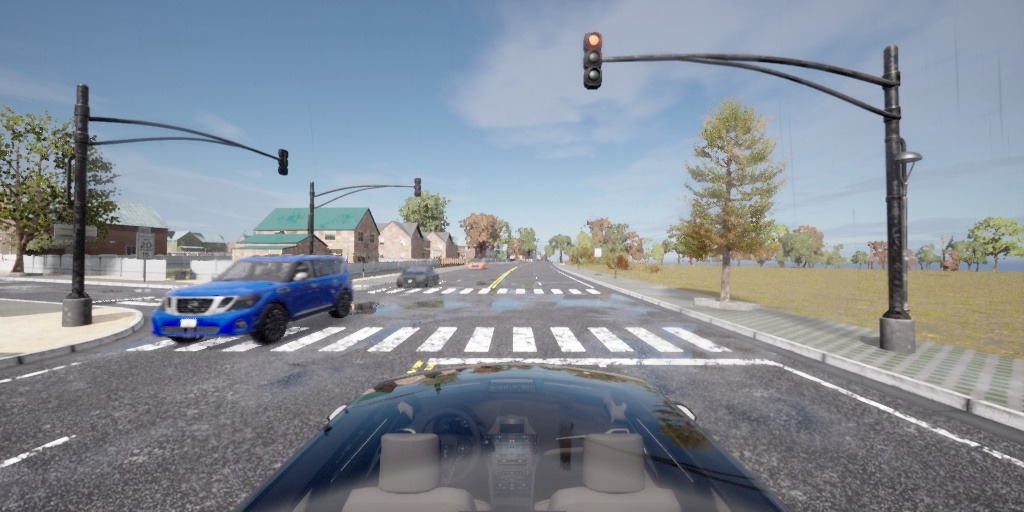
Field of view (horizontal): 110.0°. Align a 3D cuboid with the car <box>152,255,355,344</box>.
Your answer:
[{"bbox_3d":[-6.435,0.987,9.928,2.150,2.045,5.566,0,0,1],"label":"car"}]

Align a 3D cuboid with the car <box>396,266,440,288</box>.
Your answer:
[{"bbox_3d":[-6.157,1.339,23.812,1.994,1.385,4.181,0,0,2],"label":"car"}]

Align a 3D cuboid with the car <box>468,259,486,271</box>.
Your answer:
[{"bbox_3d":[-4.981,1.160,51.682,2.097,1.767,4.553,0,0,3],"label":"car"}]
